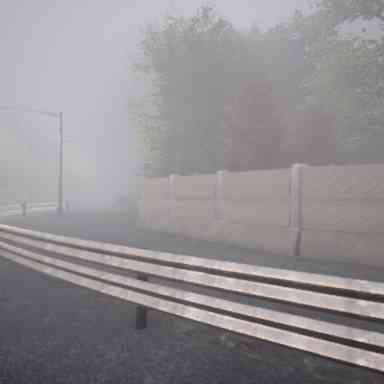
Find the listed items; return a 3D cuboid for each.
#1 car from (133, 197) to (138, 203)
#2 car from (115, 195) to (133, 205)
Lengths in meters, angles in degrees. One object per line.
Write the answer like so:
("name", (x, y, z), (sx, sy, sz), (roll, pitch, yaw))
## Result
("car", (-14.294, 1.927, 83.163), (2.097, 1.767, 4.553), (0, 0, 5))
("car", (-15.244, 1.753, 72.934), (2.150, 2.045, 5.566), (0, 0, 5))
